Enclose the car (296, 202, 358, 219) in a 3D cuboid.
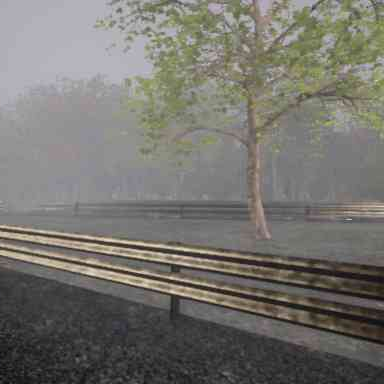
[{"bbox_3d":[12.142,1.627,30.170,5.357,1.411,2.033,0,0,13],"label":"car"}]
